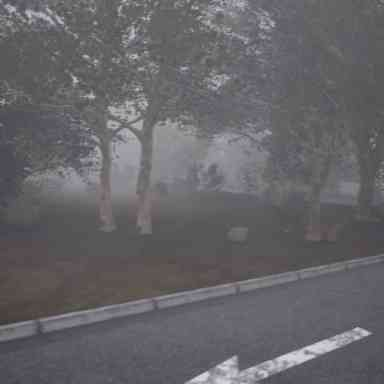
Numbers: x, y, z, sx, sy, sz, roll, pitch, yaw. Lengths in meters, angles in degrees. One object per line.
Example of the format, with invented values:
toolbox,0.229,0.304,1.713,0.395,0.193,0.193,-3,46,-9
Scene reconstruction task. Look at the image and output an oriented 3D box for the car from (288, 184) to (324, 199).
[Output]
car,13.448,-0.196,40.090,2.097,1.767,4.553,1,3,-31
